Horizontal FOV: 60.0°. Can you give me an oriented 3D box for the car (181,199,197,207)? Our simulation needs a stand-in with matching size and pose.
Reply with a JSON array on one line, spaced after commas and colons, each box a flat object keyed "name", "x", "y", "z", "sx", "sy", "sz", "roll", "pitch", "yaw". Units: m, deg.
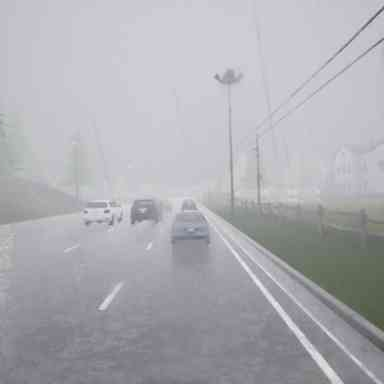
[{"name": "car", "x": -0.432, "y": 1.804, "z": 47.659, "sx": 2.097, "sy": 1.767, "sz": 4.553, "roll": -2, "pitch": -1, "yaw": -1}]

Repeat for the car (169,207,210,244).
[{"name": "car", "x": -0.085, "y": 1.706, "z": 16.756, "sx": 2.033, "sy": 1.411, "sz": 5.357, "roll": -2, "pitch": -1, "yaw": -1}]

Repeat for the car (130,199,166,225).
[{"name": "car", "x": -3.704, "y": 1.577, "z": 27.634, "sx": 2.150, "sy": 2.045, "sz": 5.566, "roll": -2, "pitch": 0, "yaw": -1}]

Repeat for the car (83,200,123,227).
[{"name": "car", "x": -7.201, "y": 1.668, "z": 27.435, "sx": 2.150, "sy": 2.045, "sz": 5.566, "roll": -2, "pitch": 0, "yaw": -1}]

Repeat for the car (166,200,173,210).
[{"name": "car", "x": -3.933, "y": 1.899, "z": 47.829, "sx": 2.097, "sy": 1.767, "sz": 4.553, "roll": -2, "pitch": -1, "yaw": -1}]

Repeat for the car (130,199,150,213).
[{"name": "car", "x": -7.432, "y": 1.992, "z": 47.894, "sx": 2.097, "sy": 1.767, "sz": 4.553, "roll": -2, "pitch": -1, "yaw": -1}]
